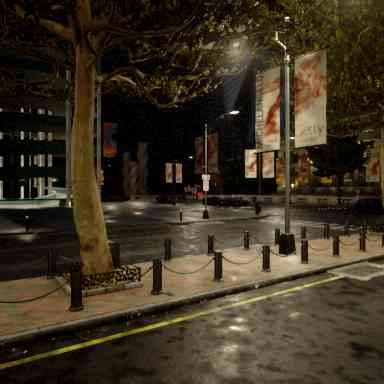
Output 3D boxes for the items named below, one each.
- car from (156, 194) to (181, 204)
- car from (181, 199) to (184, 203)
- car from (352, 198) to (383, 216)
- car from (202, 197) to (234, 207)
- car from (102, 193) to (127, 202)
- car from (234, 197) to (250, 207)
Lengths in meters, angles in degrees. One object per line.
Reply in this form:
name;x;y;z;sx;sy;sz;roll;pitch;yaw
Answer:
car;-4.634;1.351;61.383;2.097;1.767;4.553;0;0;-40
car;-3.577;1.525;65.717;1.812;1.442;4.674;0;0;-42
car;17.350;1.351;30.736;2.097;1.767;4.553;0;0;-35
car;3.576;1.478;50.252;1.882;1.535;5.008;0;0;-35
car;-16.761;1.508;71.517;5.357;1.411;2.033;0;0;26
car;6.636;1.546;51.999;2.033;1.411;5.357;0;0;-35
